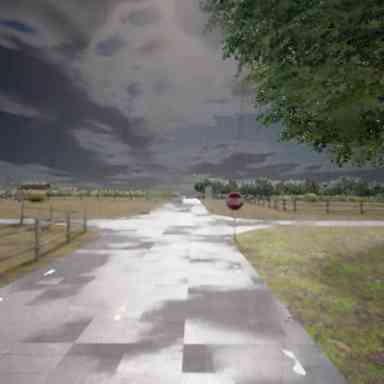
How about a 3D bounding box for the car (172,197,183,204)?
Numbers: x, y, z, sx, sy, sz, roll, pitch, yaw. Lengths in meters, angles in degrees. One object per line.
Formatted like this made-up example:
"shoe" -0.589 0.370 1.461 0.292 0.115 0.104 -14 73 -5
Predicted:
"car" -2.759 1.534 62.531 1.895 1.301 4.718 0 0 0
